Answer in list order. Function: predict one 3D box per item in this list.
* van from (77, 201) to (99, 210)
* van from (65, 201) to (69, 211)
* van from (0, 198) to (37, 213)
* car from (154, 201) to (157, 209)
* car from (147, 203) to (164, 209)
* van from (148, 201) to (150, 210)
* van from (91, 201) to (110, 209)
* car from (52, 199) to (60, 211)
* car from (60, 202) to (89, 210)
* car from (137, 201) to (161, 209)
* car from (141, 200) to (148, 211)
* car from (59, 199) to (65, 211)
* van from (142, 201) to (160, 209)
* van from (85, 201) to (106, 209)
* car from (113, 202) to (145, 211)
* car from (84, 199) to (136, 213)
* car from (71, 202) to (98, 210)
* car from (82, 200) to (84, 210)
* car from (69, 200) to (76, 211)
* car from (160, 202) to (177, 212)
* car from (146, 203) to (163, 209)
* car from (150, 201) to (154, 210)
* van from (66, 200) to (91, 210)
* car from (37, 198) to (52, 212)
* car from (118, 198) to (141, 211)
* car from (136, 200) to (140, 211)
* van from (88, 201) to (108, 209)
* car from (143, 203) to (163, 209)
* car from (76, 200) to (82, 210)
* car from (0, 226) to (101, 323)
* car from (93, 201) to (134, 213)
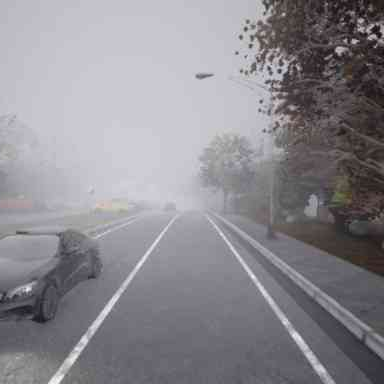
[{"bbox_3d":[-23.297,2.935,74.751,4.442,1.987,1.878,0,-2,0],"label":"van"},{"bbox_3d":[-23.537,2.194,55.375,4.442,1.987,1.878,0,-2,0],"label":"van"},{"bbox_3d":[-23.541,1.791,44.182,4.442,1.987,1.878,0,-2,0],"label":"van"},{"bbox_3d":[-10.306,2.972,69.026,4.792,1.488,2.163,0,-2,0],"label":"car"},{"bbox_3d":[-10.296,4.009,93.972,4.553,1.767,2.185,0,-3,0],"label":"car"},{"bbox_3d":[-10.455,2.398,60.714,4.442,1.987,1.878,0,-2,0],"label":"van"},{"bbox_3d":[-23.527,3.458,85.678,4.442,1.987,1.878,0,-3,0],"label":"van"},{"bbox_3d":[-23.237,2.207,49.832,5.366,1.575,1.946,0,-2,0],"label":"car"},{"bbox_3d":[-23.410,2.844,66.439,4.892,1.521,2.231,0,-2,0],"label":"car"},{"bbox_3d":[-10.360,3.130,80.118,5.566,2.045,2.435,0,-3,0],"label":"car"},{"bbox_3d":[-10.313,2.054,52.393,5.566,2.045,2.435,0,-2,0],"label":"car"},{"bbox_3d":[-23.414,2.315,52.597,4.892,1.521,2.231,0,-2,0],"label":"car"},{"bbox_3d":[-10.215,3.306,82.889,4.442,1.987,1.878,0,-3,0],"label":"van"},{"bbox_3d":[-23.295,3.157,80.138,4.442,1.987,1.878,0,-3,0],"label":"van"},{"bbox_3d":[-10.370,2.441,55.157,4.792,1.488,2.163,0,-2,0],"label":"car"},{"bbox_3d":[-10.159,1.928,41.300,5.366,1.575,1.946,0,-2,0],"label":"car"},{"bbox_3d":[-23.230,3.052,71.977,5.366,1.575,1.946,0,-2,0],"label":"car"},{"bbox_3d":[-23.412,2.737,63.671,5.008,1.535,2.097,0,-2,0],"label":"car"},{"bbox_3d":[-23.388,2.400,58.138,4.553,1.767,2.185,0,-2,0],"label":"car"},{"bbox_3d":[-3.332,2.262,50.416,1.837,1.490,4.892,0,-2,0],"label":"car"},{"bbox_3d":[-10.297,3.858,91.200,4.553,1.767,2.185,0,-3,0],"label":"car"},{"bbox_3d":[-10.343,2.730,63.480,5.008,1.535,2.097,0,-2,0],"label":"car"},{"bbox_3d":[-23.532,2.724,69.216,4.442,1.987,1.878,0,-2,0],"label":"van"},{"bbox_3d":[-23.450,1.859,47.074,5.566,2.045,2.435,0,-2,0],"label":"car"},{"bbox_3d":[-10.373,2.077,49.618,4.553,1.767,2.185,0,-2,0],"label":"car"},{"bbox_3d":[-10.349,2.103,46.839,5.008,1.535,2.097,0,-2,0],"label":"car"},{"bbox_3d":[-23.527,3.314,83.037,4.442,1.987,1.878,0,-3,0],"label":"van"},{"bbox_3d":[-10.324,3.833,88.421,5.008,1.535,2.097,0,-3,0],"label":"car"},{"bbox_3d":[-23.413,2.627,60.777,5.008,1.535,2.097,0,-2,0],"label":"car"},{"bbox_3d":[-3.352,1.533,7.317,1.812,1.442,4.674,0,0,0],"label":"car"},{"bbox_3d":[-10.349,2.014,44.068,4.892,1.521,2.231,0,-2,0],"label":"car"}]
